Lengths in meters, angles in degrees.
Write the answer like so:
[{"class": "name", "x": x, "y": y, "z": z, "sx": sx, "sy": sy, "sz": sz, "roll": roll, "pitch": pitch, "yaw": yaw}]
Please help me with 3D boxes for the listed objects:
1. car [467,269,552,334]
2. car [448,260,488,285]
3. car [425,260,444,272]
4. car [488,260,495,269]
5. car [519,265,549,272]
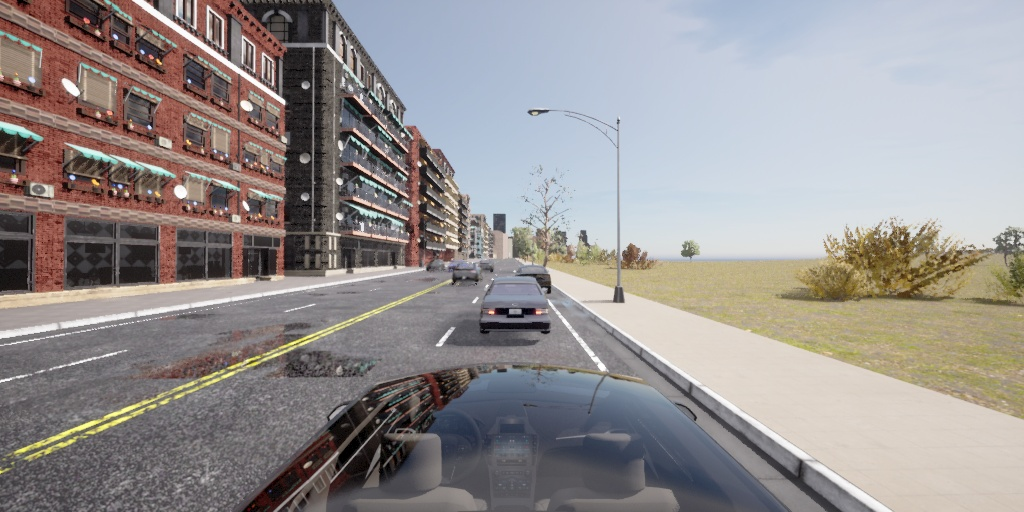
[{"class": "car", "x": 0.091, "y": 1.298, "z": 10.607, "sx": 2.033, "sy": 1.411, "sz": 5.357, "roll": 0, "pitch": 0, "yaw": 0}, {"class": "car", "x": -3.183, "y": 1.242, "z": 26.292, "sx": 2.128, "sy": 1.511, "sz": 4.902, "roll": 0, "pitch": 0, "yaw": 0}, {"class": "car", "x": -9.907, "y": 1.251, "z": 46.697, "sx": 1.837, "sy": 1.490, "sz": 4.892, "roll": 0, "pitch": 0, "yaw": 0}, {"class": "car", "x": -3.213, "y": 1.234, "z": 44.681, "sx": 2.128, "sy": 1.511, "sz": 4.902, "roll": 0, "pitch": 0, "yaw": 1}, {"class": "car", "x": 1.112, "y": 1.228, "z": 20.370, "sx": 1.882, "sy": 1.535, "sz": 5.008, "roll": 0, "pitch": 0, "yaw": 0}]
